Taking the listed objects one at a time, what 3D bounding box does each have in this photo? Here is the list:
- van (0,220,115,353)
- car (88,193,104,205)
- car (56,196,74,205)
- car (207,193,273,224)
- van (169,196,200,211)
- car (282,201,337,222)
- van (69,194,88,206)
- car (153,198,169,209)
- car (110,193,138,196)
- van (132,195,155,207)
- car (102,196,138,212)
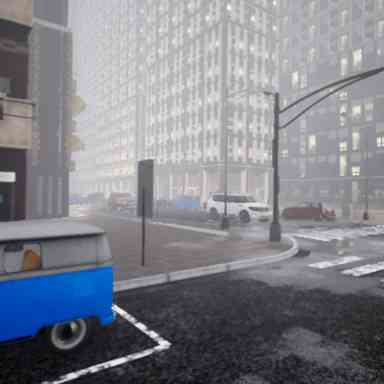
[{"bbox_3d":[-3.068,1.341,4.517,3.998,1.788,1.690,0,1,-35],"label":"van"},{"bbox_3d":[-17.106,1.138,58.718,2.150,2.045,5.566,1,-1,-35],"label":"car"},{"bbox_3d":[-20.565,1.401,53.752,1.802,1.307,4.206,1,-1,-35],"label":"car"},{"bbox_3d":[3.384,1.130,24.508,2.150,2.045,5.566,1,0,-35],"label":"car"},{"bbox_3d":[-0.648,1.333,40.183,1.690,1.788,3.998,1,-1,-35],"label":"van"},{"bbox_3d":[9.162,1.456,26.366,1.967,1.590,4.097,1,-1,-35],"label":"car"},{"bbox_3d":[-17.291,1.166,49.149,1.690,1.788,3.998,1,-1,-35],"label":"van"},{"bbox_3d":[-3.922,1.535,44.787,2.008,1.369,4.403,1,-1,-35],"label":"car"},{"bbox_3d":[-8.567,1.105,41.357,2.150,2.045,5.566,1,-1,-35],"label":"car"},{"bbox_3d":[-7.189,1.318,49.395,1.690,1.788,3.998,1,-1,-35],"label":"van"},{"bbox_3d":[-7.483,1.396,35.330,2.008,1.369,4.403,1,-1,-35],"label":"car"}]
